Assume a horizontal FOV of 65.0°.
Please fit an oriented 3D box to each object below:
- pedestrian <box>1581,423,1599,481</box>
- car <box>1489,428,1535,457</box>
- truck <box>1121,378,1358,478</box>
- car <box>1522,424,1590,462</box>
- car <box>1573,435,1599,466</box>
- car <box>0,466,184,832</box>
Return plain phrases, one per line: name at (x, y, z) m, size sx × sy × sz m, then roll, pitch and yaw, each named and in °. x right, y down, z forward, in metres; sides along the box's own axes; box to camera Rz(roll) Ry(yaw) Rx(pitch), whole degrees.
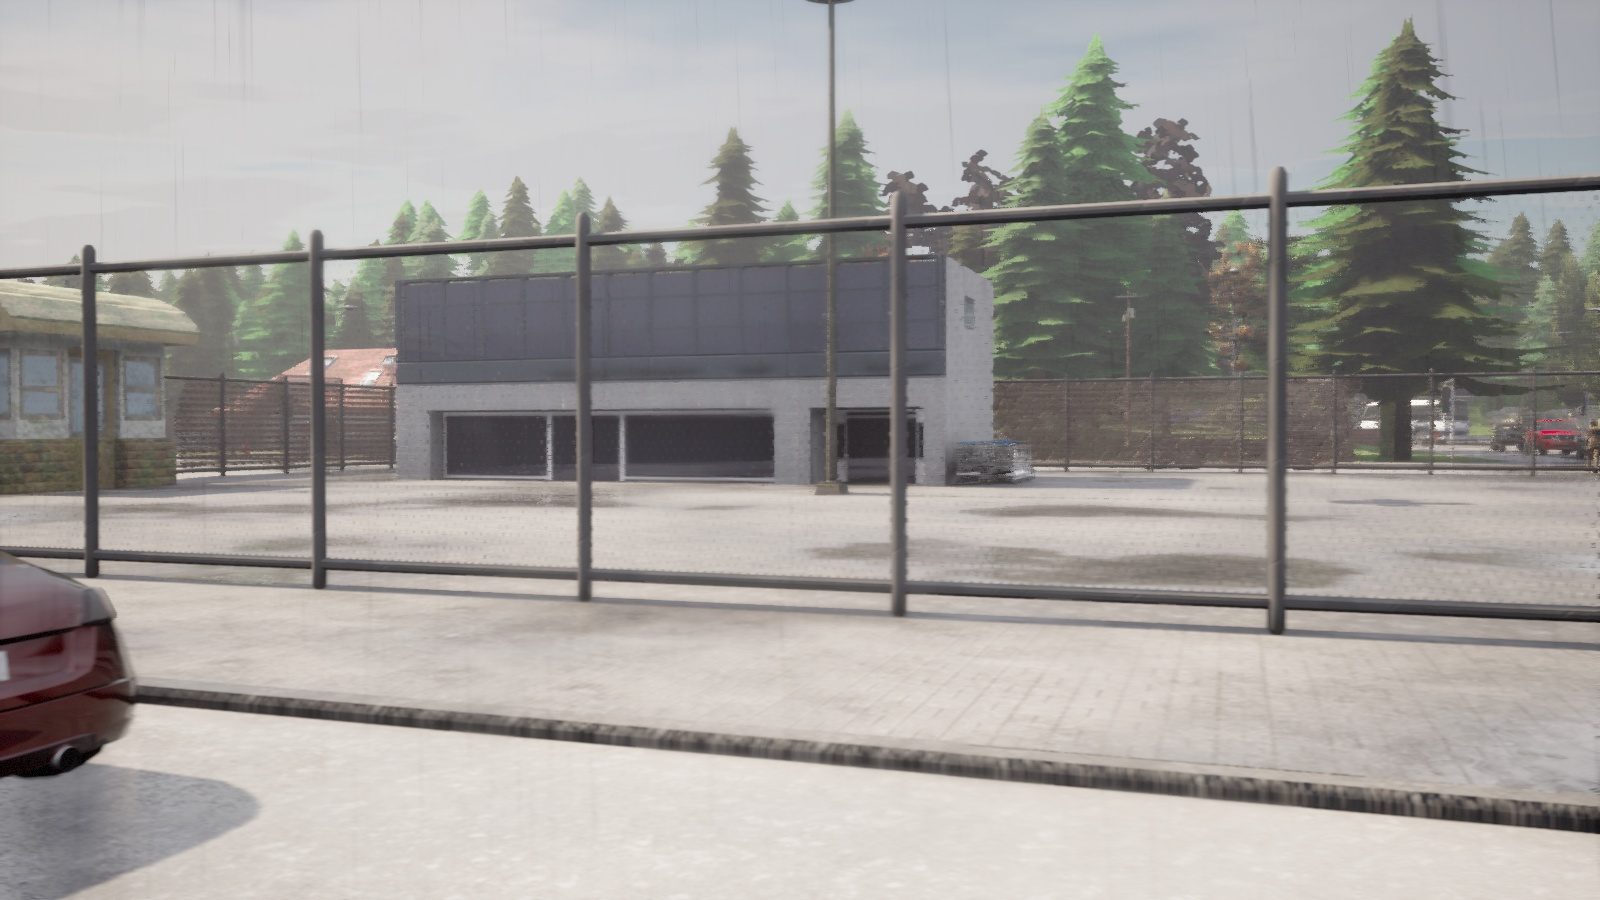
pedestrian at (26.596, 0.049, 42.232) m, size 0.396 × 1.930 × 0.692 m, roll 1°, pitch 1°, yaw 19°
car at (46.694, -0.499, 82.395) m, size 1.905 × 1.878 × 3.866 m, roll 1°, pitch 1°, yaw 19°
truck at (15.992, -0.837, 46.117) m, size 7.936 × 3.462 × 2.891 m, roll 1°, pitch 1°, yaw 18°
car at (42.895, -0.414, 71.409) m, size 2.150 × 2.045 × 5.566 m, roll 1°, pitch 1°, yaw 19°
car at (39.682, 0.019, 62.040) m, size 1.845 × 1.501 × 3.633 m, roll 1°, pitch 1°, yaw 20°
car at (-5.110, 0.772, 5.484) m, size 4.181 × 1.385 × 1.994 m, roll 1°, pitch 1°, yaw 20°
